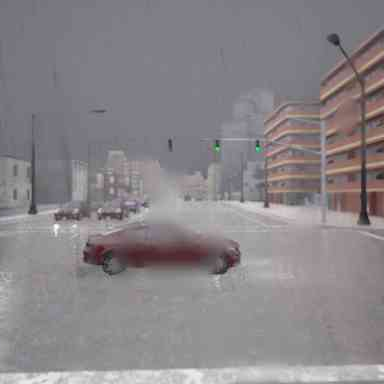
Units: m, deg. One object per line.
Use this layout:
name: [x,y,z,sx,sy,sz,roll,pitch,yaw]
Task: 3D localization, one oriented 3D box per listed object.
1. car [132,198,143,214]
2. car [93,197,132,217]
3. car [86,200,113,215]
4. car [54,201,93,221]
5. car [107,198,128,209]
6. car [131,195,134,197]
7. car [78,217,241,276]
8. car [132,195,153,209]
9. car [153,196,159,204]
car: [-7.216,1.734,38.871,1.812,1.442,4.674,0,0,-1]
car: [-7.036,1.581,29.997,2.097,1.767,4.553,0,0,-1]
car: [-10.717,1.716,38.814,1.837,1.490,4.892,0,0,-1]
car: [-10.529,1.587,29.677,2.097,1.767,4.553,0,0,-1]
car: [-10.924,1.696,49.274,2.033,1.411,5.357,0,0,-1]
car: [-11.169,1.398,65.431,2.097,1.767,4.553,0,0,-1]
car: [-0.883,1.625,10.085,4.674,1.442,1.812,0,-1,-2]
car: [-7.430,1.648,49.737,1.837,1.490,4.892,0,0,-1]
car: [-7.670,1.559,65.528,1.882,1.535,5.008,0,0,-1]
